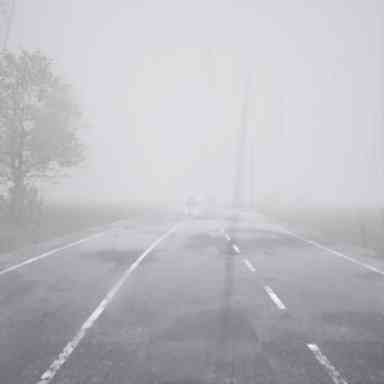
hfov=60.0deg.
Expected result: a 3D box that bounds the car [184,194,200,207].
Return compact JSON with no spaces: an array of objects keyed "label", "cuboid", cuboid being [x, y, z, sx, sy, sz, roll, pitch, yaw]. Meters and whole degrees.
[{"label":"car","cuboid":[-0.098,1.394,48.774,1.837,1.490,4.892,0,0,1]}]

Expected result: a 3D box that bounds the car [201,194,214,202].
[{"label":"car","cuboid":[3.467,1.332,68.335,2.128,1.511,4.902,0,0,0]}]
